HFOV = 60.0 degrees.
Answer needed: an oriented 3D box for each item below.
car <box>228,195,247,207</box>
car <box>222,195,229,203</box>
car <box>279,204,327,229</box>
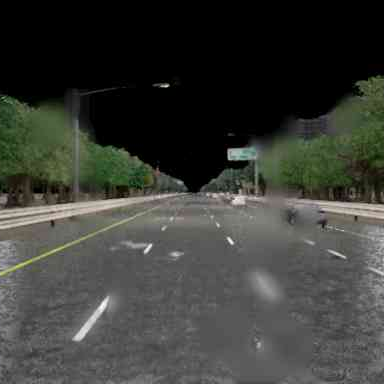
[{"bbox_3d":[7.139,1.522,51.033,1.812,1.442,4.674,0,0,0],"label":"car"},{"bbox_3d":[7.242,1.320,67.882,2.097,1.767,4.553,0,0,0],"label":"car"},{"bbox_3d":[7.024,1.493,21.438,2.128,1.511,4.902,0,0,0],"label":"car"}]
